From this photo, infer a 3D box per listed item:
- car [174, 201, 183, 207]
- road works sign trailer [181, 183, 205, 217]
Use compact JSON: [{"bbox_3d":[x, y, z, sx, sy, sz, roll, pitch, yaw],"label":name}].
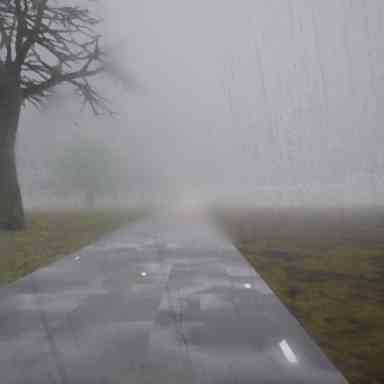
[{"bbox_3d":[-2.737,2.538,70.980,2.033,1.411,5.357,0,-1,0],"label":"car"},{"bbox_3d":[-0.001,0.858,36.640,2.380,3.560,2.880,0,0,1],"label":"road works sign trailer"}]
